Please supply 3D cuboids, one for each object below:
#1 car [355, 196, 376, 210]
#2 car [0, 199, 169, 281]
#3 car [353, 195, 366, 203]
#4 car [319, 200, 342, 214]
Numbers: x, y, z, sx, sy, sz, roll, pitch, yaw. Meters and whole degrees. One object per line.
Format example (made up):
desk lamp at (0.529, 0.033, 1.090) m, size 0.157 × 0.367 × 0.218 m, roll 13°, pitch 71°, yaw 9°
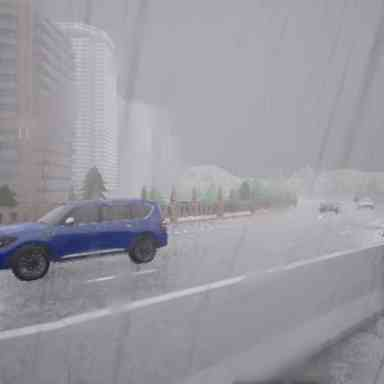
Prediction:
car at (23.252, 1.608, 44.415) m, size 1.812 × 1.442 × 4.674 m, roll 0°, pitch 0°, yaw 24°
car at (-3.347, 1.264, 10.402) m, size 5.566 × 2.045 × 2.150 m, roll 0°, pitch 0°, yaw -38°
car at (33.575, 1.342, 65.819) m, size 2.097 × 1.767 × 4.553 m, roll 0°, pitch 0°, yaw 10°
car at (15.335, 1.605, 36.813) m, size 1.812 × 1.442 × 4.674 m, roll 0°, pitch 0°, yaw 30°
